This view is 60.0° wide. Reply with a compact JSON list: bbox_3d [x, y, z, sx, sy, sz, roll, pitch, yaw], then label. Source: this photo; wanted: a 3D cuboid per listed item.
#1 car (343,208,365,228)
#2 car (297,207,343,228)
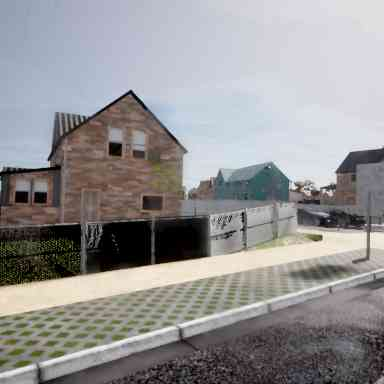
[{"bbox_3d":[10.400,1.840,24.484,1.994,1.385,4.181,3,-2,-29],"label":"car"},{"bbox_3d":[7.836,1.717,23.169,1.994,1.385,4.181,3,-2,-29],"label":"car"}]
